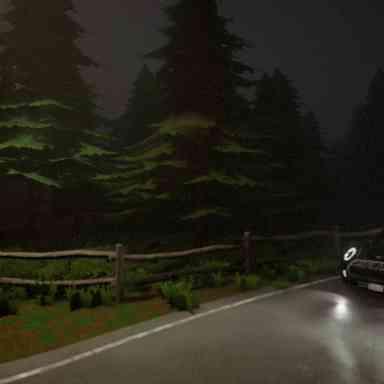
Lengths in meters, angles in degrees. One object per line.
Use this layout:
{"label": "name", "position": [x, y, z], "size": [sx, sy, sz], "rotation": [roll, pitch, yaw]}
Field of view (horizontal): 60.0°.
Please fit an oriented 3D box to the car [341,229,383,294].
{"label": "car", "position": [5.851, 1.474, 8.490], "size": [4.553, 1.767, 2.097], "rotation": [0, -2, -34]}
